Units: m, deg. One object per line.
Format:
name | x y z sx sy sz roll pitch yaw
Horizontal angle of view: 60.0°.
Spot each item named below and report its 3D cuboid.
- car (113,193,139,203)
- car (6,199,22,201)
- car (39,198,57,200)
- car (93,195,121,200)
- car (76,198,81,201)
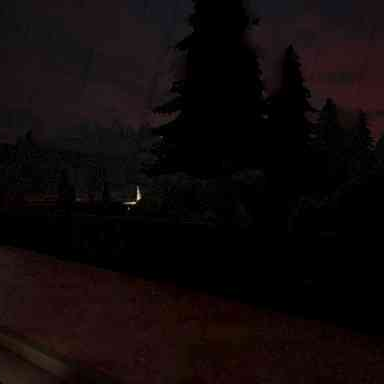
car | -12.570 1.051 63.286 1.837 1.490 4.892 0 3 36
car | -25.029 1.601 45.955 1.895 1.301 4.718 0 0 36
car | -20.454 1.526 46.320 1.812 1.442 4.674 0 0 36
car | -14.557 1.391 54.546 2.128 1.511 4.902 0 2 36
car | -19.893 1.506 53.102 1.812 1.442 4.674 0 1 35
